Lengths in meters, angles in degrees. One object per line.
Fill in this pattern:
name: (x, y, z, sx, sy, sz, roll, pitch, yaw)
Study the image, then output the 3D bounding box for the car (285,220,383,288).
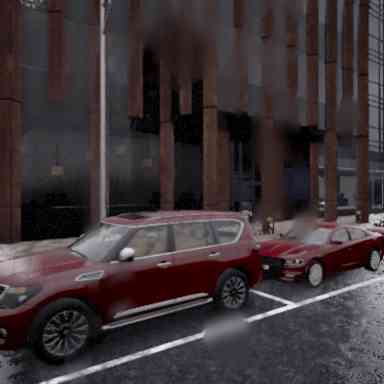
car: (3.563, 1.528, 9.197, 4.507, 1.381, 1.887, 0, 0, -36)

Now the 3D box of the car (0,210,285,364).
car: (-0.878, 1.310, 6.024, 5.009, 1.841, 2.192, 0, 0, -36)
